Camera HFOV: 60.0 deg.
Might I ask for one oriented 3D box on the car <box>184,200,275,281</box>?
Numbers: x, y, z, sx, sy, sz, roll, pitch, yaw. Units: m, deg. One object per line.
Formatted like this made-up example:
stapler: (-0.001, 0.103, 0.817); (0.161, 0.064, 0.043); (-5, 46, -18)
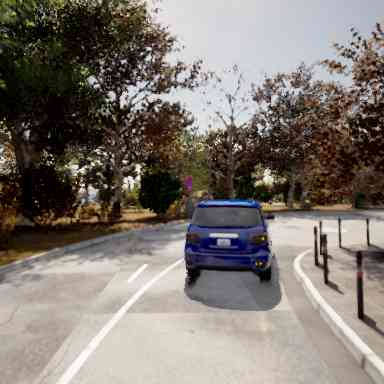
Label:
car: (1.321, 1.252, 10.197); (2.150, 2.045, 5.566); (0, 0, 13)
